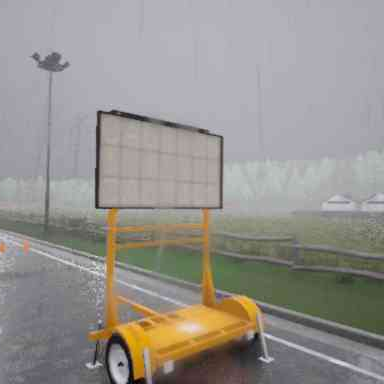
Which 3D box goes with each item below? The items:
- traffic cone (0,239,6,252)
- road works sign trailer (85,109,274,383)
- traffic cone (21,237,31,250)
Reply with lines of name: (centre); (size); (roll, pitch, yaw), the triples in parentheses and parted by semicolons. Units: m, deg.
traffic cone: (-8.743, 2.446, 15.350); (0.340, 0.580, 0.340); (3, -3, -41)
road works sign trailer: (-0.538, 0.671, 5.299); (2.380, 3.560, 2.880); (3, -3, -41)
traffic cone: (-7.991, 2.481, 16.009); (0.340, 0.580, 0.340); (3, -3, -41)
